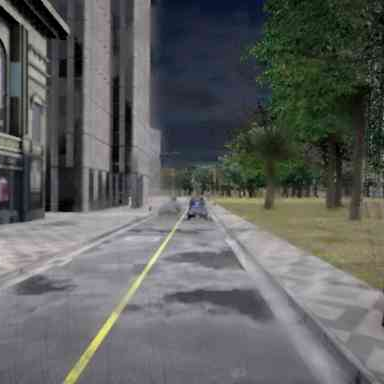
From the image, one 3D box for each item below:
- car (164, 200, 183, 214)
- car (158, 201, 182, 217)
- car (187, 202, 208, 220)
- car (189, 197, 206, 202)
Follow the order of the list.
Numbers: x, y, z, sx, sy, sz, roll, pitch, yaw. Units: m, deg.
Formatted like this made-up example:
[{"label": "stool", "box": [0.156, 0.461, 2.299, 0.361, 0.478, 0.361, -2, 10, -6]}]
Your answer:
[{"label": "car", "box": [-2.316, 1.919, 43.566, 2.128, 1.511, 4.902, 0, 0, 1]}, {"label": "car", "box": [-2.445, 1.906, 35.768, 1.994, 1.385, 4.181, 0, 0, 1]}, {"label": "car", "box": [0.552, 1.942, 32.093, 1.895, 1.301, 4.718, 0, 0, 1]}, {"label": "car", "box": [0.735, 1.645, 44.831, 2.150, 2.045, 5.566, 0, 0, 1]}]
